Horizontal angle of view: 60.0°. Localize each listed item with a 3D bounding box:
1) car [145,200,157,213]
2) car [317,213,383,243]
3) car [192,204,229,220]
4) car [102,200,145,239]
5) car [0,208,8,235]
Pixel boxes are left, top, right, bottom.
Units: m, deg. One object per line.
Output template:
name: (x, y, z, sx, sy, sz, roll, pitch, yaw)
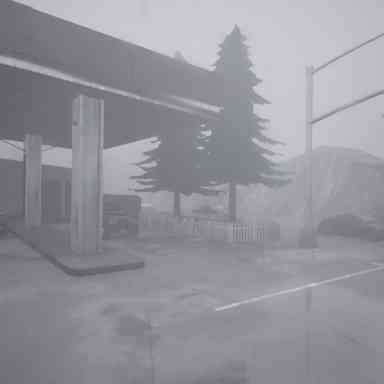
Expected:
car: (-5.887, 1.662, 39.213, 1.812, 1.442, 4.674, 1, 0, -35)
car: (9.047, 1.875, 18.170, 1.994, 1.385, 4.181, 1, 0, -37)
car: (1.775, 1.752, 28.345, 1.812, 1.442, 4.674, 1, 0, -35)
car: (-4.509, 1.446, 18.283, 1.905, 1.878, 3.866, 1, 0, -36)
car: (-11.640, 1.520, 18.488, 2.242, 1.667, 4.611, 1, 0, -36)
